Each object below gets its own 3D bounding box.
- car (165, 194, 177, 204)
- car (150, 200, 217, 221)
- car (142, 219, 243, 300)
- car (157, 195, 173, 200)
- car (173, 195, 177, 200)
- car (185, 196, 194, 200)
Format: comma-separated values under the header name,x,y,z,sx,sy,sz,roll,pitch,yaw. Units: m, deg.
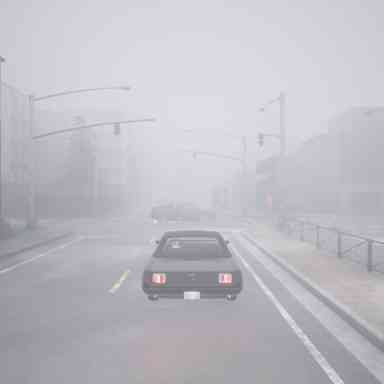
name,x,y,z,sx,sy,sz,roll,pitch,yaw
car,-3.992,1.352,63.744,2.097,1.767,4.553,0,0,0
car,-0.601,1.563,24.598,4.902,1.511,2.128,0,-1,-1
car,0.009,1.601,8.302,1.895,1.301,4.718,0,0,0
car,-3.905,1.505,44.310,1.837,1.490,4.892,0,0,0
car,-3.962,1.601,53.575,1.895,1.301,4.718,0,0,0
car,-0.461,1.491,66.584,2.128,1.511,4.902,0,0,0
